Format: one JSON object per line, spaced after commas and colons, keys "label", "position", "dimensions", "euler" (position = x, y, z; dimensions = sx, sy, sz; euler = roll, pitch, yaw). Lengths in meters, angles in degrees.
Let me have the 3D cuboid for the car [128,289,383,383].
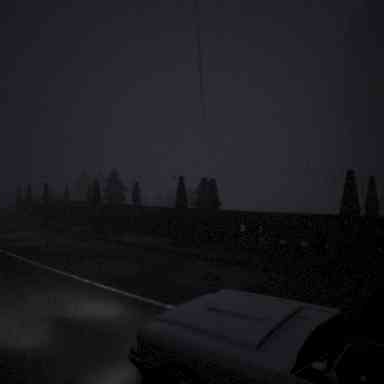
{"label": "car", "position": [1.665, 1.611, 2.881], "dimensions": [4.718, 1.301, 1.895], "euler": [0, 0, 36]}
